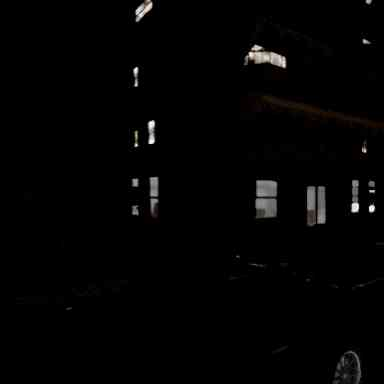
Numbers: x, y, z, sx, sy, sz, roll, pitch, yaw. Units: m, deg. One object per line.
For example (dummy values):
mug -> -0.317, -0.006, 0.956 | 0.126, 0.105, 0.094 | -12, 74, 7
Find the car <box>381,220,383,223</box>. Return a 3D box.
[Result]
car -> 7.573, 1.567, 11.960 | 4.206, 1.307, 1.802 | 0, 0, -35

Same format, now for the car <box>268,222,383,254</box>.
car -> 2.974, 1.573, 8.680 | 4.206, 1.307, 1.802 | 0, 0, -35

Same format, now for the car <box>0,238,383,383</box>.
car -> 0.025, 1.523, 3.392 | 4.674, 1.442, 1.812 | 0, 0, -35
